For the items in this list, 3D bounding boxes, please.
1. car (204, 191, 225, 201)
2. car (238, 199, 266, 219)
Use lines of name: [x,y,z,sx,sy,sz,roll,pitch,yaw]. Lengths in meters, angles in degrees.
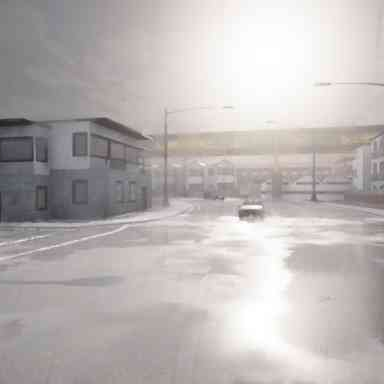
car: [3.339,0.595,50.721,2.128,1.511,4.902,1,1,-20]
car: [4.765,1.251,25.876,2.033,1.411,5.357,0,1,14]
